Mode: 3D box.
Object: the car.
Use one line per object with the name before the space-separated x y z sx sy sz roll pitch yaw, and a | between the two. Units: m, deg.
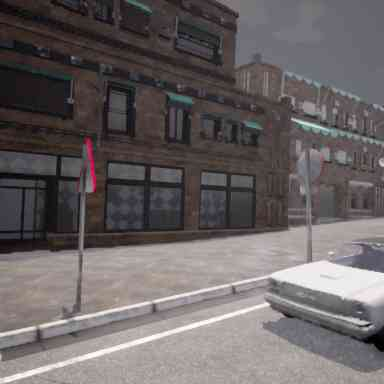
car | 3.537 1.588 6.198 4.718 1.301 1.895 0 0 -35
